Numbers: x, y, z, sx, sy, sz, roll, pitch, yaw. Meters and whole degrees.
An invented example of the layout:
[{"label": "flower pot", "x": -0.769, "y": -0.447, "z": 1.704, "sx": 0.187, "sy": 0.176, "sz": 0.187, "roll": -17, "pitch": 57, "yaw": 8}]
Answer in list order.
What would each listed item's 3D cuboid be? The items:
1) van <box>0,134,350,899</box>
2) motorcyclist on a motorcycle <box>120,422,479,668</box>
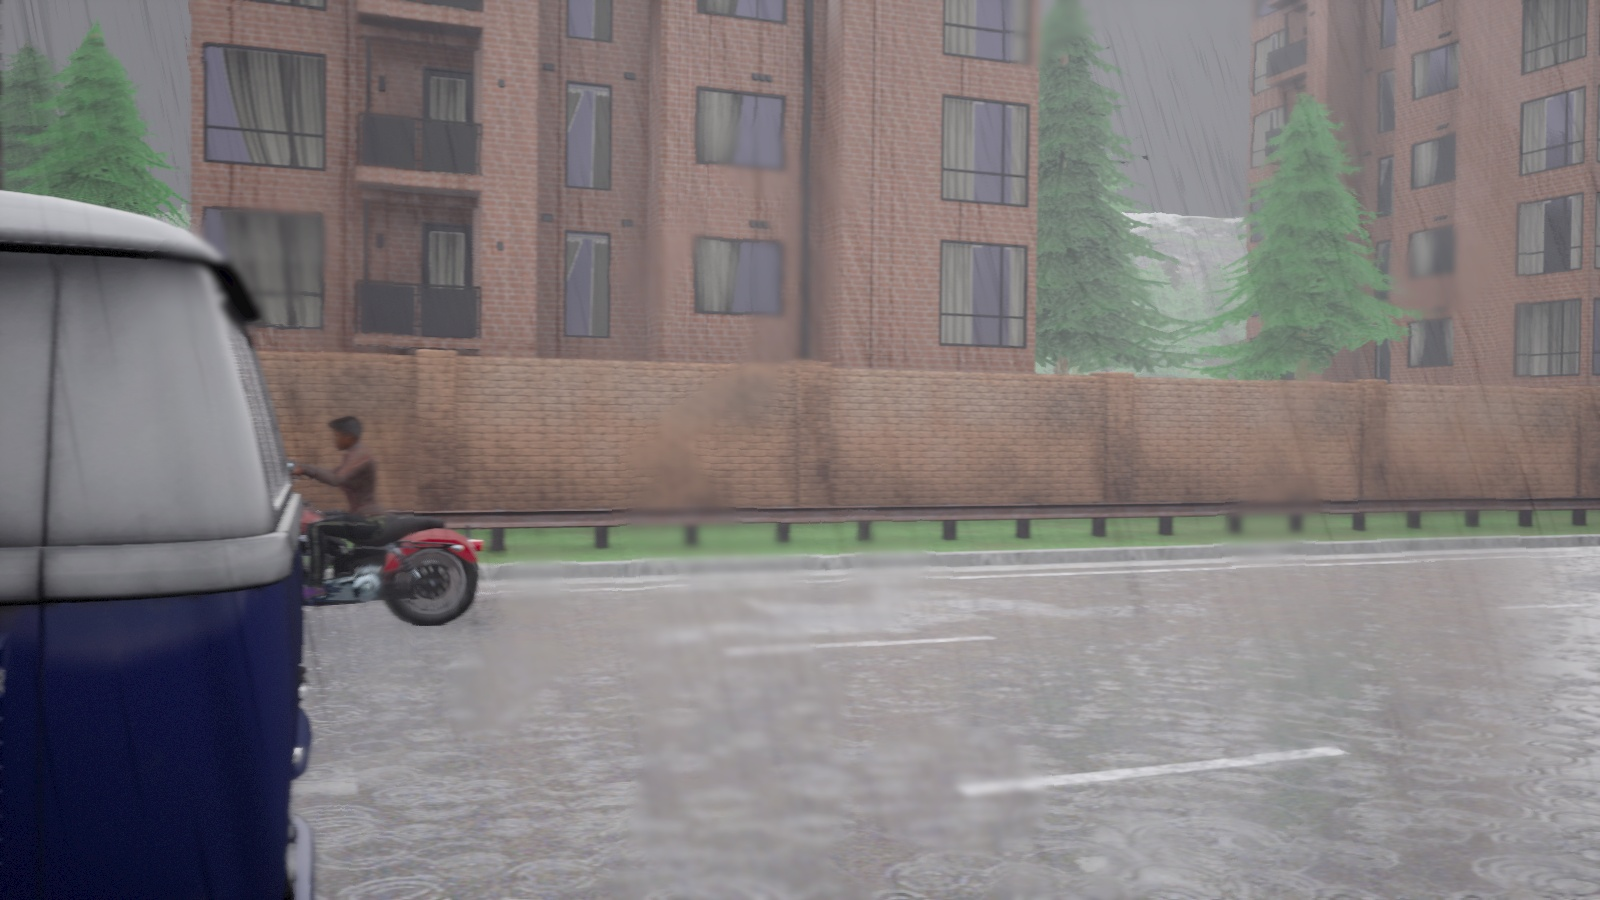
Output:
[{"label": "van", "x": -3.116, "y": 0.551, "z": 2.053, "sx": 4.442, "sy": 1.987, "sz": 1.775, "roll": -1, "pitch": 1, "yaw": -21}, {"label": "motorcyclist on a motorcycle", "x": -3.653, "y": 0.636, "z": 9.339, "sx": 2.350, "sy": 1.649, "sz": 0.766, "roll": -1, "pitch": 1, "yaw": -21}]
